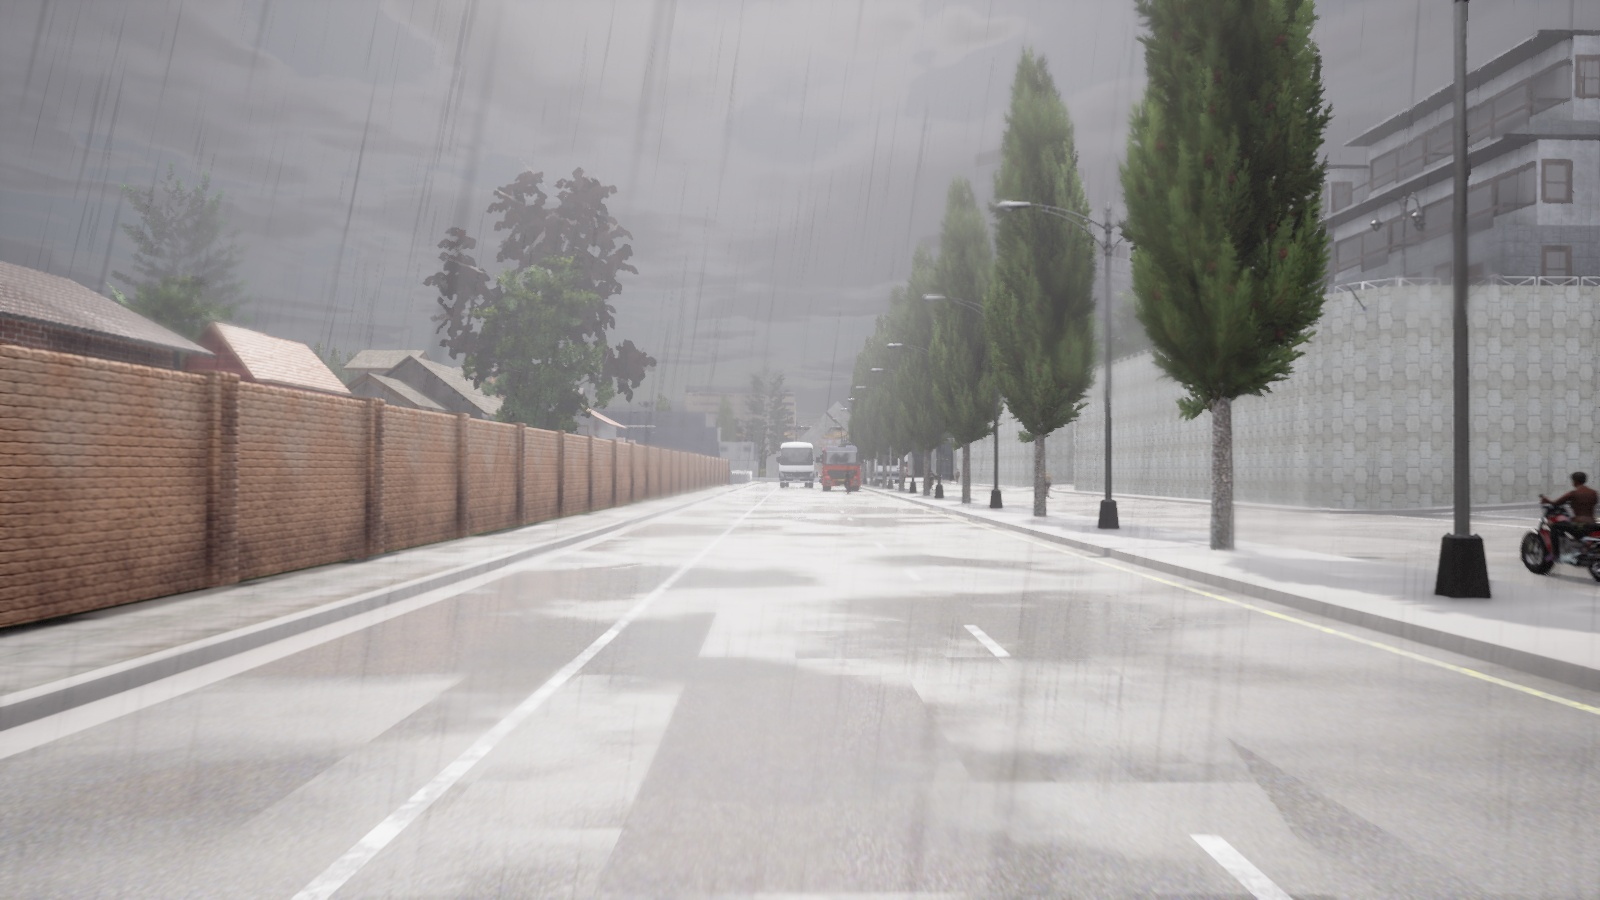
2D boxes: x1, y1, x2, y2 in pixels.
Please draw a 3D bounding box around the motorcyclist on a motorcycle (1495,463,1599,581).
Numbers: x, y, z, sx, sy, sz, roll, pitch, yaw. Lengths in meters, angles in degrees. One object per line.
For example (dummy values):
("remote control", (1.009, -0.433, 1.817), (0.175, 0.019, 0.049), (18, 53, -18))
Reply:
("motorcyclist on a motorcycle", (11.454, 1.034, 18.813), (0.766, 1.649, 2.350), (0, -1, 0))
